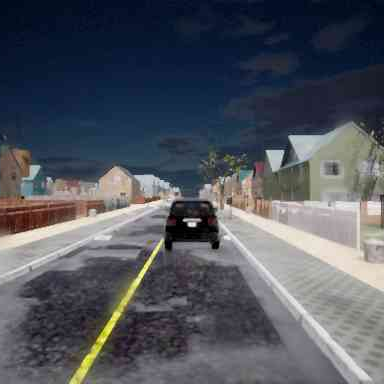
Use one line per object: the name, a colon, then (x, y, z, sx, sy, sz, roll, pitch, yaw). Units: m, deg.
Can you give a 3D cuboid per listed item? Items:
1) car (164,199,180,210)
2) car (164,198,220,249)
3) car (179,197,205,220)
car: (-2.750, 1.706, 45.636, 1.895, 1.301, 4.718, 0, 0, 0)
car: (0.000, 1.265, 14.687, 2.150, 2.045, 5.566, 0, 0, 0)
car: (0.000, 1.387, 29.631, 2.097, 1.767, 4.553, 0, 0, 0)
